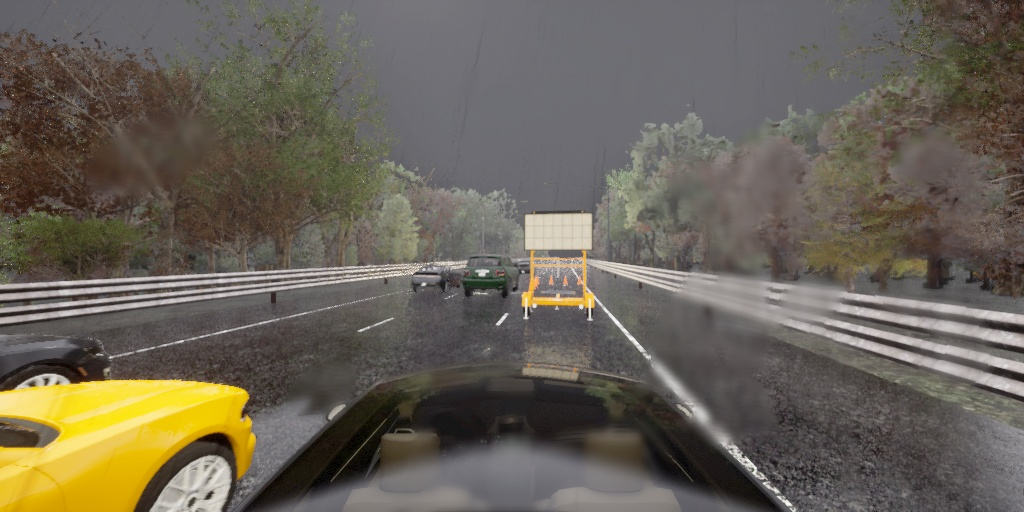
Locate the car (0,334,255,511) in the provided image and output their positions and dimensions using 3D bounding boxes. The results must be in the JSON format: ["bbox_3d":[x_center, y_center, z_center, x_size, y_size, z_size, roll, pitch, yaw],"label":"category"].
[{"bbox_3d":[-3.232,1.226,0.904,1.882,1.535,5.008,0,0,7],"label":"car"}]

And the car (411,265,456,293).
[{"bbox_3d":[-4.220,1.256,20.740,2.128,1.511,4.902,0,0,6],"label":"car"}]

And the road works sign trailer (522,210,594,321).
[{"bbox_3d":[1.630,0.218,12.664,2.380,3.560,2.880,0,0,8],"label":"road works sign trailer"}]

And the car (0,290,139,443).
[{"bbox_3d":[-6.529,1.254,2.802,1.837,1.490,4.892,0,0,7],"label":"car"}]

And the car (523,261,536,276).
[{"bbox_3d":[1.402,1.256,36.591,1.837,1.490,4.892,0,0,8],"label":"car"}]

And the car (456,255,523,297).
[{"bbox_3d":[-0.971,0.972,18.985,2.150,2.045,5.566,0,-1,8],"label":"car"}]
